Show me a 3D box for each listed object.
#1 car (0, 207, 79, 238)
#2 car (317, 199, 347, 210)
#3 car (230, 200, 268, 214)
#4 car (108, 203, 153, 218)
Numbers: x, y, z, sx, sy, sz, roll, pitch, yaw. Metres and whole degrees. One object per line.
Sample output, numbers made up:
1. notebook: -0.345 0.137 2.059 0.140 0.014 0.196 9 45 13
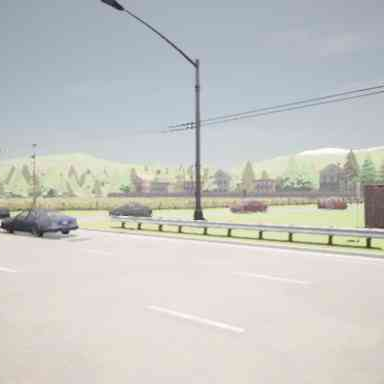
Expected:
1. car: -8.653 1.683 18.766 5.357 1.411 2.033 -1 0 36
2. car: 18.506 1.645 43.896 4.181 1.385 1.994 0 0 -30
3. car: 6.373 1.651 37.075 4.674 1.442 1.812 0 0 -29
4. car: -5.854 1.741 31.629 4.181 1.385 1.994 0 0 -17
